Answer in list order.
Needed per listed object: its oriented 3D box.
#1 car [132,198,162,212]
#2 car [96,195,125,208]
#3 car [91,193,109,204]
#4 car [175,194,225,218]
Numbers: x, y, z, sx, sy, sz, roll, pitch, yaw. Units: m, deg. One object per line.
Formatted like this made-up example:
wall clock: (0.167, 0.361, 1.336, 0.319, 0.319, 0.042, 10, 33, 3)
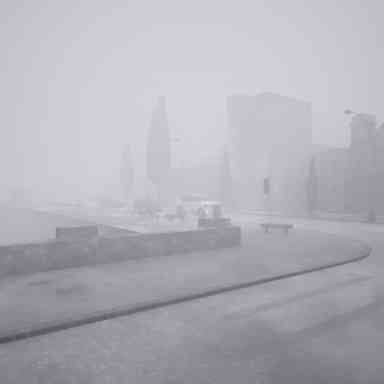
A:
car: (-5.339, 1.505, 38.746, 1.837, 1.490, 4.892, 0, 0, -36)
car: (-11.371, 1.547, 47.228, 2.033, 1.411, 5.357, 0, 0, -36)
car: (-17.205, 1.221, 62.571, 2.150, 2.045, 5.566, 0, 0, -36)
car: (0.577, 1.221, 30.454, 2.150, 2.045, 5.566, 0, 0, -36)
